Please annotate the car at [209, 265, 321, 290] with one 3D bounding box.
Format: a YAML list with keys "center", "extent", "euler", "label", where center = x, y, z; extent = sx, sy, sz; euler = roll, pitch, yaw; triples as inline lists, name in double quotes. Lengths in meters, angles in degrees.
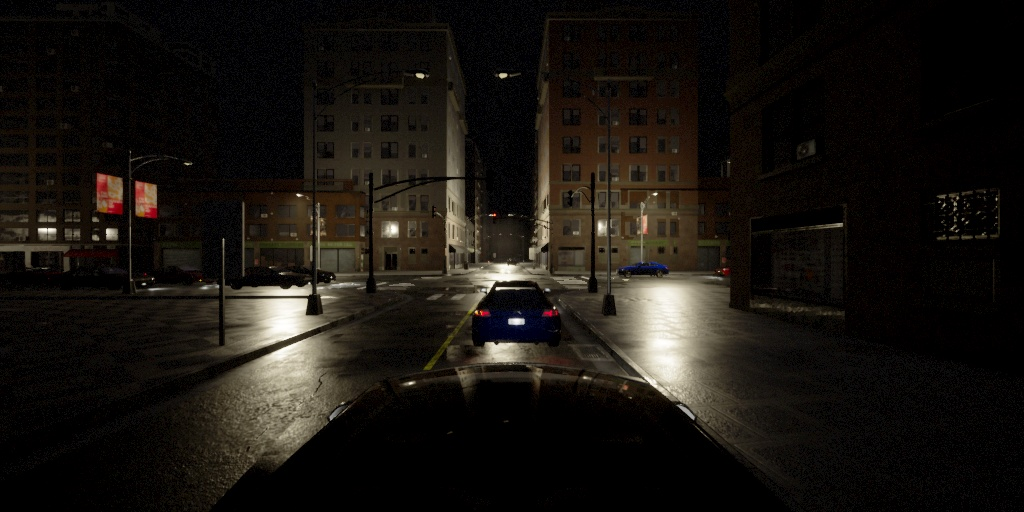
- center: [-15.457, 1.350, 22.638]
  extent: [5.357, 1.411, 2.033]
  euler: [0, 0, 0]
  label: "car"

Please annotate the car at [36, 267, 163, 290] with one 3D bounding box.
- center: [-25.837, 1.390, 22.590]
  extent: [5.357, 1.411, 2.033]
  euler: [0, 0, 0]
  label: "car"

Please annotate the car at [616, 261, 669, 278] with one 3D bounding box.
- center: [11.860, 1.217, 32.719]
  extent: [4.674, 1.442, 1.812]
  euler: [0, 0, 0]
  label: "car"

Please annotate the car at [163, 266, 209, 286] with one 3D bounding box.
- center: [-23.824, 1.398, 25.845]
  extent: [4.181, 1.385, 1.994]
  euler: [0, 0, -1]
  label: "car"

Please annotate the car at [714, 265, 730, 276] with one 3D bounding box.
- center: [20.900, 1.225, 32.758]
  extent: [4.181, 1.385, 1.994]
  euler: [0, 0, 0]
  label: "car"

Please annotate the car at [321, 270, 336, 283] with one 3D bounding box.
- center: [-15.043, 1.364, 25.889]
  extent: [4.181, 1.385, 1.994]
  euler: [0, 0, 0]
  label: "car"

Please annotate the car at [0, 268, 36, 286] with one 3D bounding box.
- center: [-33.743, 1.469, 25.807]
  extent: [4.718, 1.301, 1.895]
  euler: [0, 0, 0]
  label: "car"

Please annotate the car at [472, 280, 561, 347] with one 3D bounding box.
- center: [0.096, 1.314, 9.355]
  extent: [1.994, 1.385, 4.181]
  euler: [0, 0, 0]
  label: "car"
